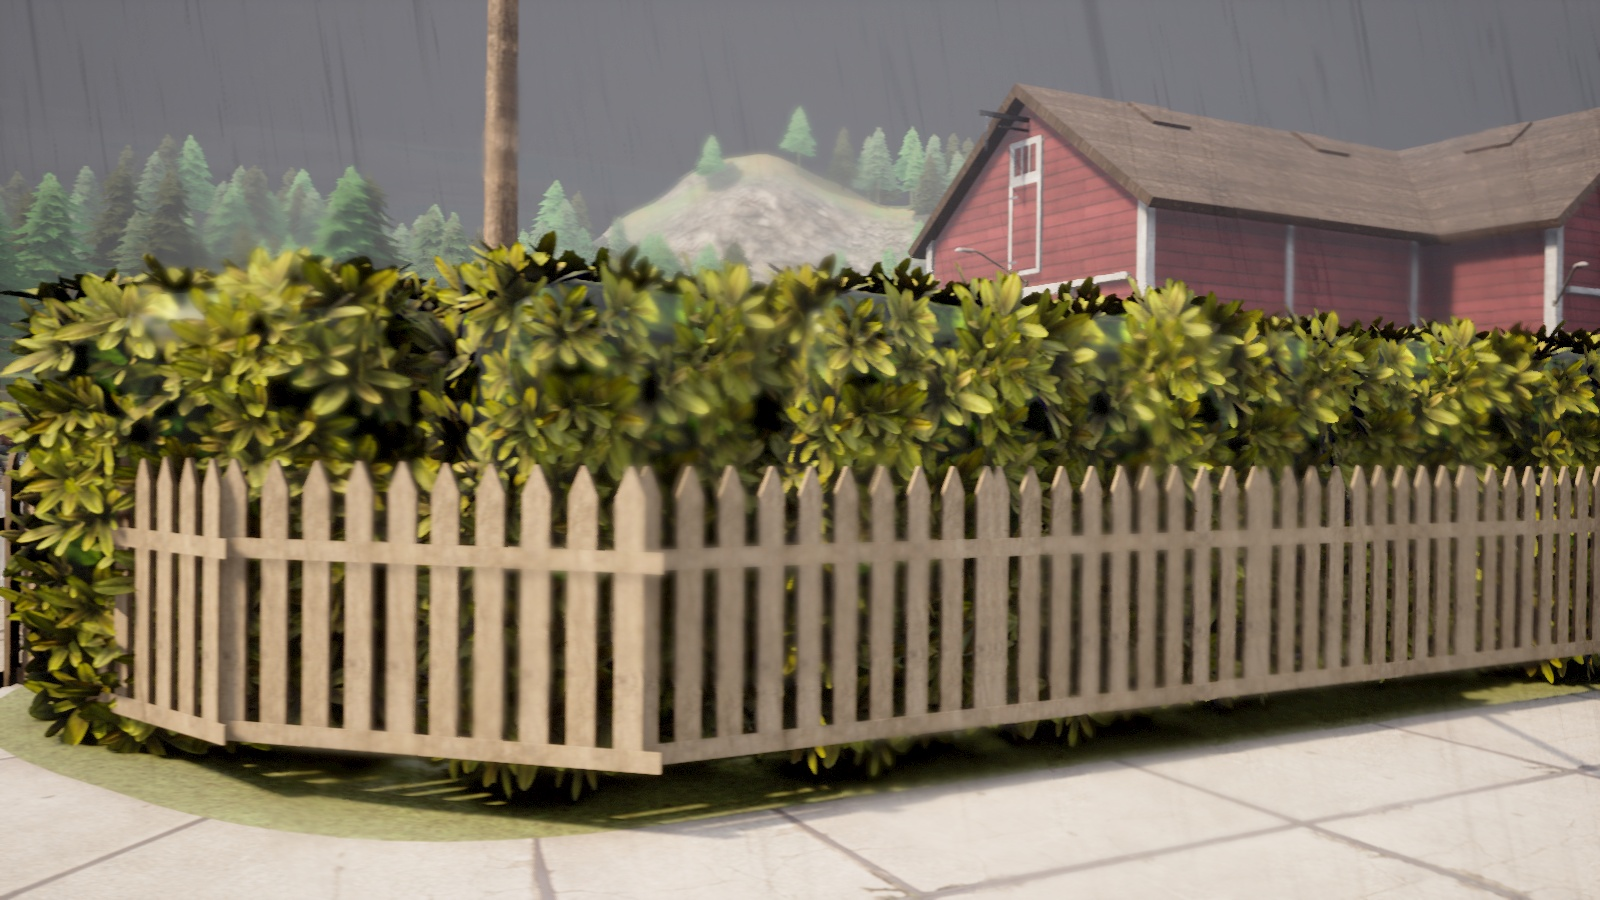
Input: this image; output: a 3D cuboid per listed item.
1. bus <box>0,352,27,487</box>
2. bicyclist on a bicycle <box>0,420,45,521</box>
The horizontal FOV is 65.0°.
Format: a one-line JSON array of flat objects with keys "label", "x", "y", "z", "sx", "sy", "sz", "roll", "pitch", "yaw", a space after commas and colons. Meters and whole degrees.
[{"label": "bus", "x": -30.195, "y": -0.891, "z": 38.963, "sx": 10.273, "sy": 4.253, "sz": 3.944, "roll": -1, "pitch": 1, "yaw": -28}, {"label": "bicyclist on a bicycle", "x": -14.498, "y": 0.353, "z": 22.877, "sx": 0.659, "sy": 1.776, "sz": 1.843, "roll": -1, "pitch": 1, "yaw": -12}]
